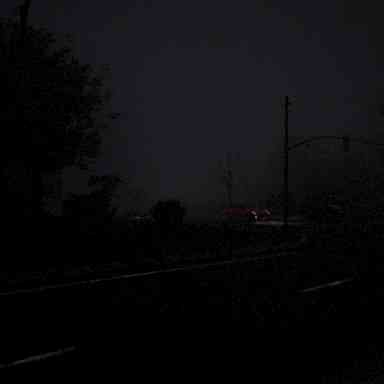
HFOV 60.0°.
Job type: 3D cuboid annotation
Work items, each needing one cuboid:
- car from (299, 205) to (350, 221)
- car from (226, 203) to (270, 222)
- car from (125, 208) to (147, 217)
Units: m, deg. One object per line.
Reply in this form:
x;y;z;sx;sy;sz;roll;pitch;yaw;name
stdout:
12.906;1.998;32.707;1.882;1.535;5.008;1;-2;-33;car
5.220;1.875;31.546;2.097;1.767;4.553;1;-2;-33;car
-9.194;3.378;54.109;2.033;1.411;5.357;1;-3;-32;car
